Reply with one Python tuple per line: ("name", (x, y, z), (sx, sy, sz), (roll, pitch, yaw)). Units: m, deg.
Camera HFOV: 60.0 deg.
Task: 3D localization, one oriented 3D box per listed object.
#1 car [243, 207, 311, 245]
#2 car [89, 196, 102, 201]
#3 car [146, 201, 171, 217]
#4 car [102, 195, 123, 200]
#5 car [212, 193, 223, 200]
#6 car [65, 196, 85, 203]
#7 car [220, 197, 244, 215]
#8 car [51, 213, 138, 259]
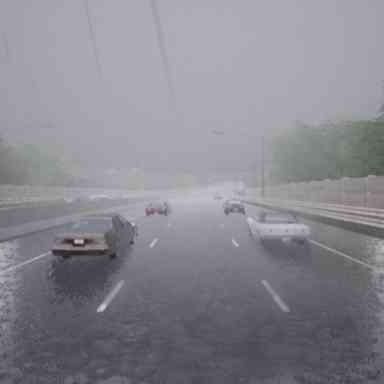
("car", (3.715, 1.555, 15.188), (1.895, 1.301, 4.718), (0, 0, 1))
("car", (-16.112, 1.435, 57.597), (2.033, 1.411, 5.357), (0, 0, 3))
("car", (-2.979, 1.511, 30.575), (1.895, 1.301, 4.718), (0, 0, 2))
("car", (-12.746, 1.242, 54.984), (2.097, 1.767, 4.553), (0, 0, 3))
("car", (7.118, 1.424, 91.465), (2.097, 1.767, 4.553), (0, 0, 5))
("car", (-19.698, 1.371, 56.039), (2.128, 1.511, 4.902), (0, 0, 3))
("car", (4.087, 1.440, 32.782), (1.812, 1.442, 4.674), (0, 0, 2))
("car", (-3.324, 1.506, 12.368), (2.033, 1.411, 5.357), (0, 0, 1))
